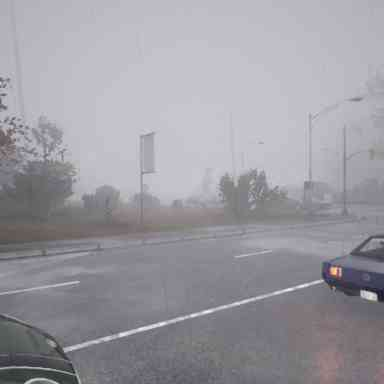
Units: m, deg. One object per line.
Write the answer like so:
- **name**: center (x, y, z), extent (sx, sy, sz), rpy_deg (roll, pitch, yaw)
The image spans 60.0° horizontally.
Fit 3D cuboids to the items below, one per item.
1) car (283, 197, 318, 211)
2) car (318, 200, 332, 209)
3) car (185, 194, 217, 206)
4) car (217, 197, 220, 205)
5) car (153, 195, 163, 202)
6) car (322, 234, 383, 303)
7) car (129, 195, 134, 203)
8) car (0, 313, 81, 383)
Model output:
- **car**: center (10.962, 1.288, 36.856), extent (1.837, 1.490, 4.892), rpy_deg (-1, 1, -39)
- **car**: center (13.595, 1.300, 39.167), extent (2.033, 1.411, 5.357), rpy_deg (-1, 0, -39)
- **car**: center (0.992, 1.144, 49.324), extent (2.097, 1.767, 4.553), rpy_deg (-1, 0, -39)
- **car**: center (3.553, 1.362, 51.726), extent (1.895, 1.301, 4.718), rpy_deg (-1, 0, -39)
- **car**: center (-7.657, 1.340, 65.911), extent (1.812, 1.442, 4.674), rpy_deg (-1, 0, -38)
- **car**: center (5.010, 1.572, 7.305), extent (4.718, 1.301, 1.895), rpy_deg (0, 0, -35)
- **car**: center (-10.397, 1.321, 63.732), extent (2.128, 1.511, 4.902), rpy_deg (-1, 0, -38)
- **car**: center (-2.873, 1.352, 1.673), extent (4.553, 1.767, 2.097), rpy_deg (0, 0, -36)
